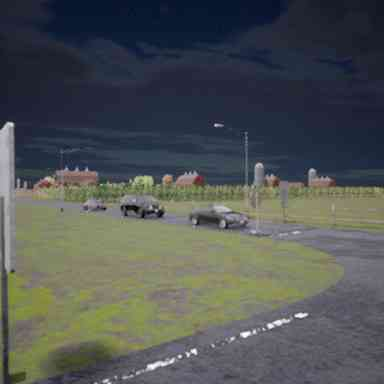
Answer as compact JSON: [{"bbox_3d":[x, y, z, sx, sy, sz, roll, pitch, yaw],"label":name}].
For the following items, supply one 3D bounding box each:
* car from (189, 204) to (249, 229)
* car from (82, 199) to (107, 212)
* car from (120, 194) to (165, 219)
[{"bbox_3d":[1.631,1.547,22.030,1.812,1.442,4.674,-1,0,-37],"label":"car"},{"bbox_3d":[-11.982,1.619,40.768,1.994,1.385,4.181,-1,0,-35],"label":"car"},{"bbox_3d":[-4.656,1.258,30.478,2.150,2.045,5.566,-1,0,-36],"label":"car"}]
